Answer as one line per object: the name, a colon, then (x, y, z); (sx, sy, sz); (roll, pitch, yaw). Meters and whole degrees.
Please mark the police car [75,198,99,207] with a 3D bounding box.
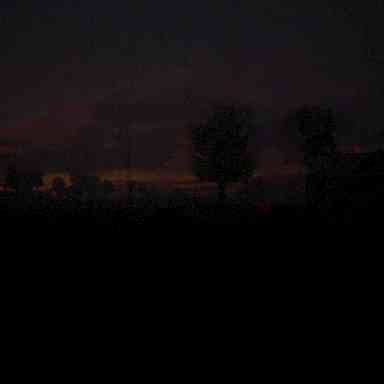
police car: (-20.922, 2.065, 66.088); (1.930, 1.638, 5.238); (-1, -2, 36)
